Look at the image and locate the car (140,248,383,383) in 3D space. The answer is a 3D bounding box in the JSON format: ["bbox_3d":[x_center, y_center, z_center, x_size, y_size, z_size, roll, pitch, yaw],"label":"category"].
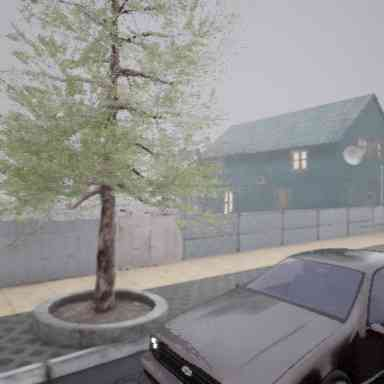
[{"bbox_3d":[2.054,1.545,4.531,5.357,1.411,2.033,0,0,-36],"label":"car"}]
